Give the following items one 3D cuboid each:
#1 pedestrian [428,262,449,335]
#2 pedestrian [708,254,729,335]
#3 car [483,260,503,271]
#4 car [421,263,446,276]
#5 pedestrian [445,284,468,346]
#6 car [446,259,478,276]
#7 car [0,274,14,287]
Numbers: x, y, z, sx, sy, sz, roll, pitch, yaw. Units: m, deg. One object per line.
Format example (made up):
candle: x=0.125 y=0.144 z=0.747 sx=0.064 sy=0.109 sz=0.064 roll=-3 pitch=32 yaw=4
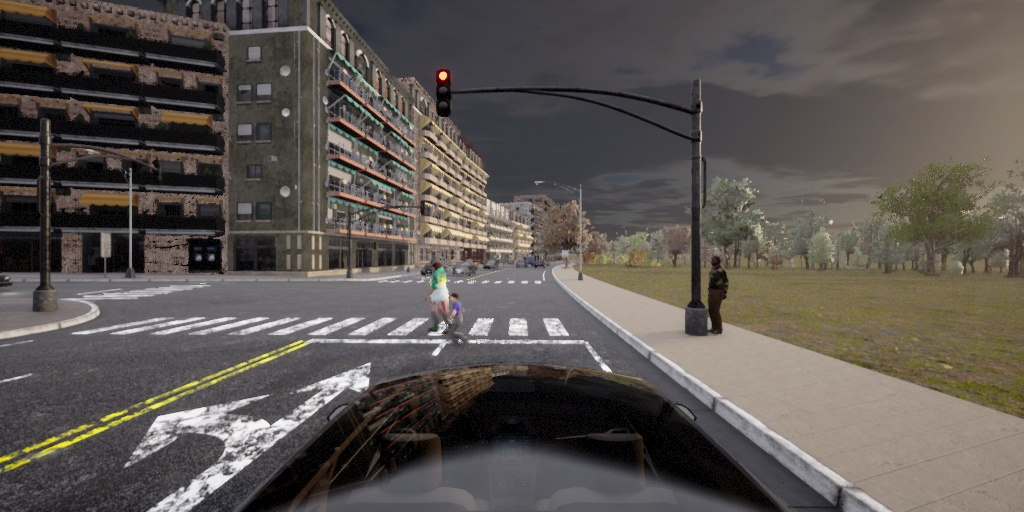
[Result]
pedestrian: x=-1.866 y=1.047 z=9.183 sx=0.375 sy=1.860 sz=0.375 roll=0 pitch=0 yaw=1
pedestrian: x=4.792 y=0.894 z=8.458 sx=0.375 sy=1.860 sz=0.375 roll=0 pitch=0 yaw=1
car: x=-3.116 y=1.391 z=54.117 sx=1.837 sy=1.490 sz=4.892 roll=0 pitch=0 yaw=7
car: x=-8.135 y=1.384 z=37.897 sx=1.994 sy=1.385 sz=4.181 roll=0 pitch=0 yaw=5
pedestrian: x=-1.204 y=1.326 z=7.968 sx=0.375 sy=1.300 sz=0.375 roll=0 pitch=0 yaw=1
car: x=-4.923 y=1.310 z=37.414 sx=2.128 sy=1.511 sz=4.902 roll=0 pitch=0 yaw=5
car: x=-25.462 y=0.879 z=15.112 sx=5.357 sy=1.411 sz=2.033 roll=1 pitch=0 yaw=-18
